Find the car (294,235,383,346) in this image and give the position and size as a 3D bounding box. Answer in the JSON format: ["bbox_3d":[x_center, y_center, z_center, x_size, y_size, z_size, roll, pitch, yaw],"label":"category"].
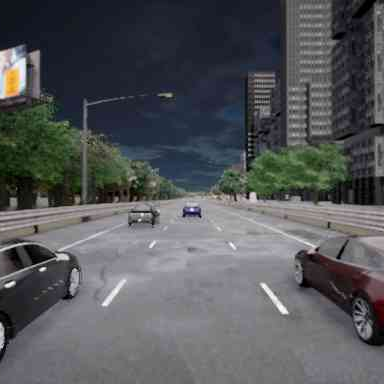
[{"bbox_3d":[3.501,1.526,6.399,2.163,1.488,4.792,0,0,0],"label":"car"}]

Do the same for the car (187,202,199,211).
[{"bbox_3d":[0.099,2.244,52.373,1.812,1.442,4.674,0,-1,0],"label":"car"}]

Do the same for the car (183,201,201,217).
[{"bbox_3d":[-0.001,1.919,36.621,2.163,1.488,4.792,0,-1,0],"label":"car"}]

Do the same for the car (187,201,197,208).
[{"bbox_3d":[0.002,2.698,73.568,2.128,1.511,4.902,0,-1,0],"label":"car"}]

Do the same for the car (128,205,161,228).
[{"bbox_3d":[-3.401,1.691,24.129,2.128,1.511,4.902,0,-1,0],"label":"car"}]

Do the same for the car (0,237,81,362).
[{"bbox_3d":[-3.399,1.523,5.584,1.837,1.490,4.892,0,0,0],"label":"car"}]
